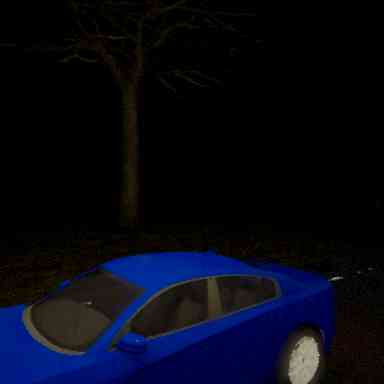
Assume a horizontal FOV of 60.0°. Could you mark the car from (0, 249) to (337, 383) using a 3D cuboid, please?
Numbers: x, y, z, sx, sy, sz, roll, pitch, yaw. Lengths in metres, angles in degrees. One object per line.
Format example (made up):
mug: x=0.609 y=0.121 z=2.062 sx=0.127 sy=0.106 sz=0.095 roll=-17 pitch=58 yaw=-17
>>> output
car: x=-0.443 y=1.481 z=3.676 sx=5.008 sy=1.535 sz=1.882 roll=1 pitch=0 yaw=-35
